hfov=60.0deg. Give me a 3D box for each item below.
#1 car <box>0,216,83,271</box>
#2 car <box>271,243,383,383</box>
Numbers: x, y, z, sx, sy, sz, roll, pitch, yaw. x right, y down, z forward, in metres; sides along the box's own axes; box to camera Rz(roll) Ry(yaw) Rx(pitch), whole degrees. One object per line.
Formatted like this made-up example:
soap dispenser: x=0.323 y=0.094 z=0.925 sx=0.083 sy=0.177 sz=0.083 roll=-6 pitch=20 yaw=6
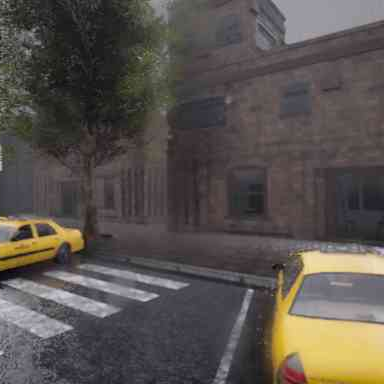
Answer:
car: x=-5.316 y=1.505 z=9.676 sx=1.946 sy=1.575 sz=5.366 roll=1 pitch=-1 yaw=16
car: x=2.120 y=1.495 z=4.799 sx=1.946 sy=1.575 sz=5.366 roll=0 pitch=-1 yaw=15
